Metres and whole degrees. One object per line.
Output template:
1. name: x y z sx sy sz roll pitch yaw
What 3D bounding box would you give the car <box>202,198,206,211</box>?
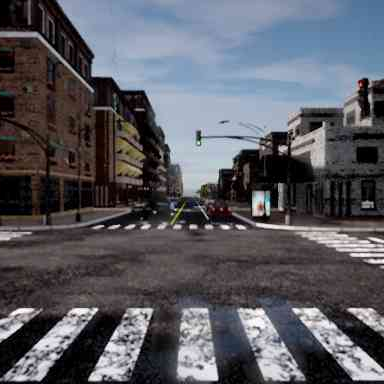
1. car: 2.607 1.840 42.907 1.802 1.307 4.206 0 0 0

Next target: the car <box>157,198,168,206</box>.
1. car: -5.815 1.936 65.496 1.752 1.417 4.829 0 0 0

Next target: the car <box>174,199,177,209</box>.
1. car: -3.175 1.771 40.888 1.812 1.442 4.674 0 0 0

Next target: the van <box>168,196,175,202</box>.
1. van: -5.870 1.962 94.149 1.690 1.788 3.998 -1 0 0

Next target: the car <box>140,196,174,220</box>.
1. car: -3.155 1.403 31.003 2.150 2.045 5.566 0 0 0

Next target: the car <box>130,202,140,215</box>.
1. car: -5.763 1.772 37.183 2.008 1.369 4.403 0 0 0

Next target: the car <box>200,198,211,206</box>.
1. car: 2.565 1.962 65.694 2.008 1.369 4.403 -1 0 0

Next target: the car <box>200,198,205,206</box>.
1. car: 2.596 1.846 48.604 2.008 1.369 4.403 0 0 0

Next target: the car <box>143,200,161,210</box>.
1. car: -5.784 1.846 48.577 2.008 1.369 4.403 0 0 0

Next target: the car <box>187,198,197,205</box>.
1. car: -0.038 1.989 69.967 2.033 1.411 5.357 0 0 0

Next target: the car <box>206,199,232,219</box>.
1. car: 2.627 1.624 31.514 1.967 1.590 4.097 0 0 0

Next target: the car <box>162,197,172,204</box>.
1. car: -5.838 1.933 77.059 1.967 1.590 4.097 -1 0 0
